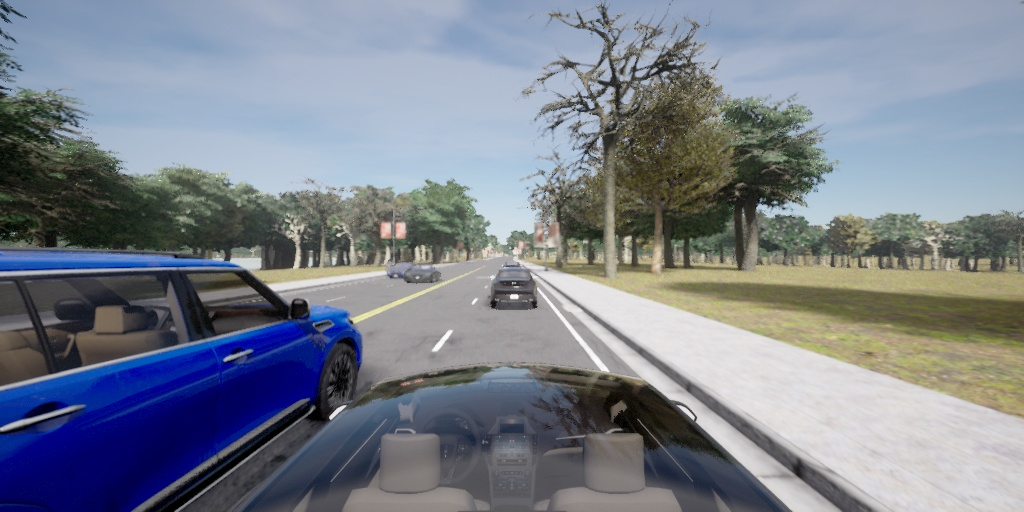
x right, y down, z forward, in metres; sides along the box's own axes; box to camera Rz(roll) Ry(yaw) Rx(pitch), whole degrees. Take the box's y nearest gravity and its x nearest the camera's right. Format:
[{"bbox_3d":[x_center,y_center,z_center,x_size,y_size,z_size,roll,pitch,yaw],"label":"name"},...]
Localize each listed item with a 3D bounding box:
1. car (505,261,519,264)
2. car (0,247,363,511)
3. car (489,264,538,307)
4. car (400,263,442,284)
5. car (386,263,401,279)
[{"bbox_3d":[-0.001,1.253,34.293,2.128,1.511,4.902,0,0,0],"label":"car"},{"bbox_3d":[-3.151,0.972,2.666,2.150,2.045,5.566,0,0,0],"label":"car"},{"bbox_3d":[0.080,1.256,15.572,1.837,1.490,4.892,0,0,0],"label":"car"},{"bbox_3d":[-6.634,1.321,27.155,1.994,1.385,4.181,0,0,0],"label":"car"},{"bbox_3d":[-9.868,1.309,33.211,2.033,1.411,5.357,0,0,1],"label":"car"}]
